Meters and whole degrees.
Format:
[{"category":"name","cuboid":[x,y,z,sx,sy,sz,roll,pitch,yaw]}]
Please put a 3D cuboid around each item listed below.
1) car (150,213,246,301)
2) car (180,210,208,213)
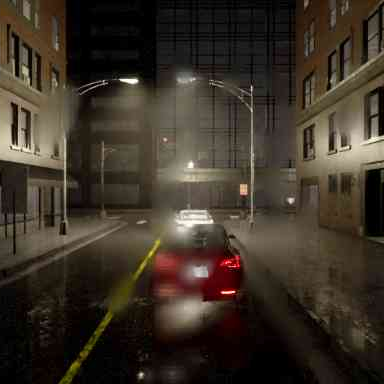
[{"category":"car","cuboid":[0.109,1.504,8.401,2.163,1.488,4.792,0,0,0]},{"category":"car","cuboid":[0.100,1.602,17.417,1.895,1.301,4.718,0,0,0]}]
